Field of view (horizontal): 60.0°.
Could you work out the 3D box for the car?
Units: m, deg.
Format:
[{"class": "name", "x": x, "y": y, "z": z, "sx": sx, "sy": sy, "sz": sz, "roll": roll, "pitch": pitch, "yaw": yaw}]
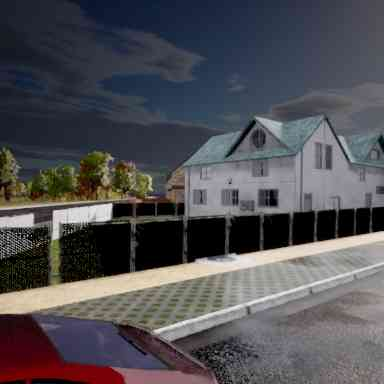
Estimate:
[{"class": "car", "x": -1.734, "y": 1.564, "z": 1.780, "sx": 4.181, "sy": 1.385, "sz": 1.994, "roll": 0, "pitch": 0, "yaw": -37}]
